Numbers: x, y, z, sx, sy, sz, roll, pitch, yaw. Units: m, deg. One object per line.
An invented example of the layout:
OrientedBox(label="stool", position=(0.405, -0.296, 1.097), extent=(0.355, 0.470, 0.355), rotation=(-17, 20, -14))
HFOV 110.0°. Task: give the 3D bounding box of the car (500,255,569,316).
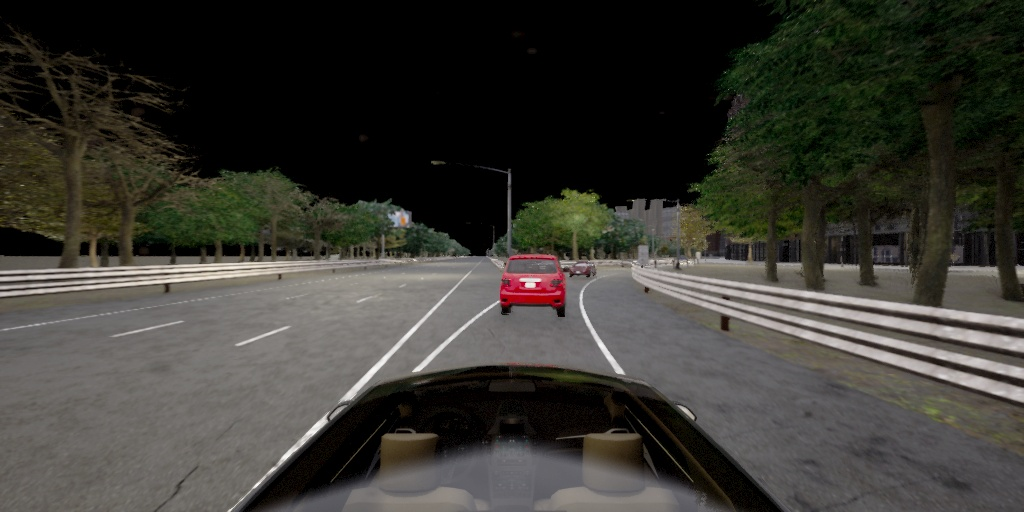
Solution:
OrientedBox(label="car", position=(0.963, 0.985, 13.590), extent=(2.150, 2.045, 5.566), rotation=(0, 0, 9))

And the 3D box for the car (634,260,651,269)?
OrientedBox(label="car", position=(20.346, 1.330, 56.208), extent=(1.994, 1.385, 4.181), rotation=(0, 0, 39))

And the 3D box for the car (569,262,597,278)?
OrientedBox(label="car", position=(6.803, 1.276, 34.138), extent=(1.812, 1.442, 4.674), rotation=(0, 0, 23))
